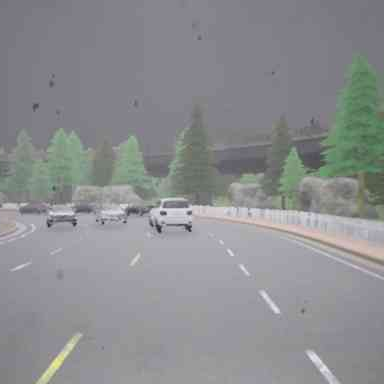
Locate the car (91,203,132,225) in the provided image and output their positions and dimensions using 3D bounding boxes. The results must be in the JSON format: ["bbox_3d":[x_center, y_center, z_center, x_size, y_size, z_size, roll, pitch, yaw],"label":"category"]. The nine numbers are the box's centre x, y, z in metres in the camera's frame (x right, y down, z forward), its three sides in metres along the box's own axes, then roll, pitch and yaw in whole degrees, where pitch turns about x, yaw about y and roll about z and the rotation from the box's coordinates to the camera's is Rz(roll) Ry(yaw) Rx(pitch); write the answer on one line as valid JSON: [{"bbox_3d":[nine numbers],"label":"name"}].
[{"bbox_3d":[-6.287,1.602,25.539,1.812,1.442,4.674,0,-1,-24],"label":"car"}]

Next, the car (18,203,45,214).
[{"bbox_3d":[-20.262,2.068,42.888,4.181,1.385,1.994,-1,-1,22],"label":"car"}]

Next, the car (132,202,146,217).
[{"bbox_3d":[-5.741,1.864,36.703,2.128,1.511,4.902,0,-1,-40],"label":"car"}]

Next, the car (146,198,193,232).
[{"bbox_3d":[-1.510,1.435,22.020,2.150,2.045,5.566,0,-1,-14],"label":"car"}]

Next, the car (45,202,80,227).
[{"bbox_3d":[-9.473,1.605,24.091,1.812,1.442,4.674,0,-1,-24],"label":"car"}]

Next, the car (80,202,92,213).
[{"bbox_3d":[-14.237,2.032,44.016,5.357,1.411,2.033,-1,-1,29],"label":"car"}]
